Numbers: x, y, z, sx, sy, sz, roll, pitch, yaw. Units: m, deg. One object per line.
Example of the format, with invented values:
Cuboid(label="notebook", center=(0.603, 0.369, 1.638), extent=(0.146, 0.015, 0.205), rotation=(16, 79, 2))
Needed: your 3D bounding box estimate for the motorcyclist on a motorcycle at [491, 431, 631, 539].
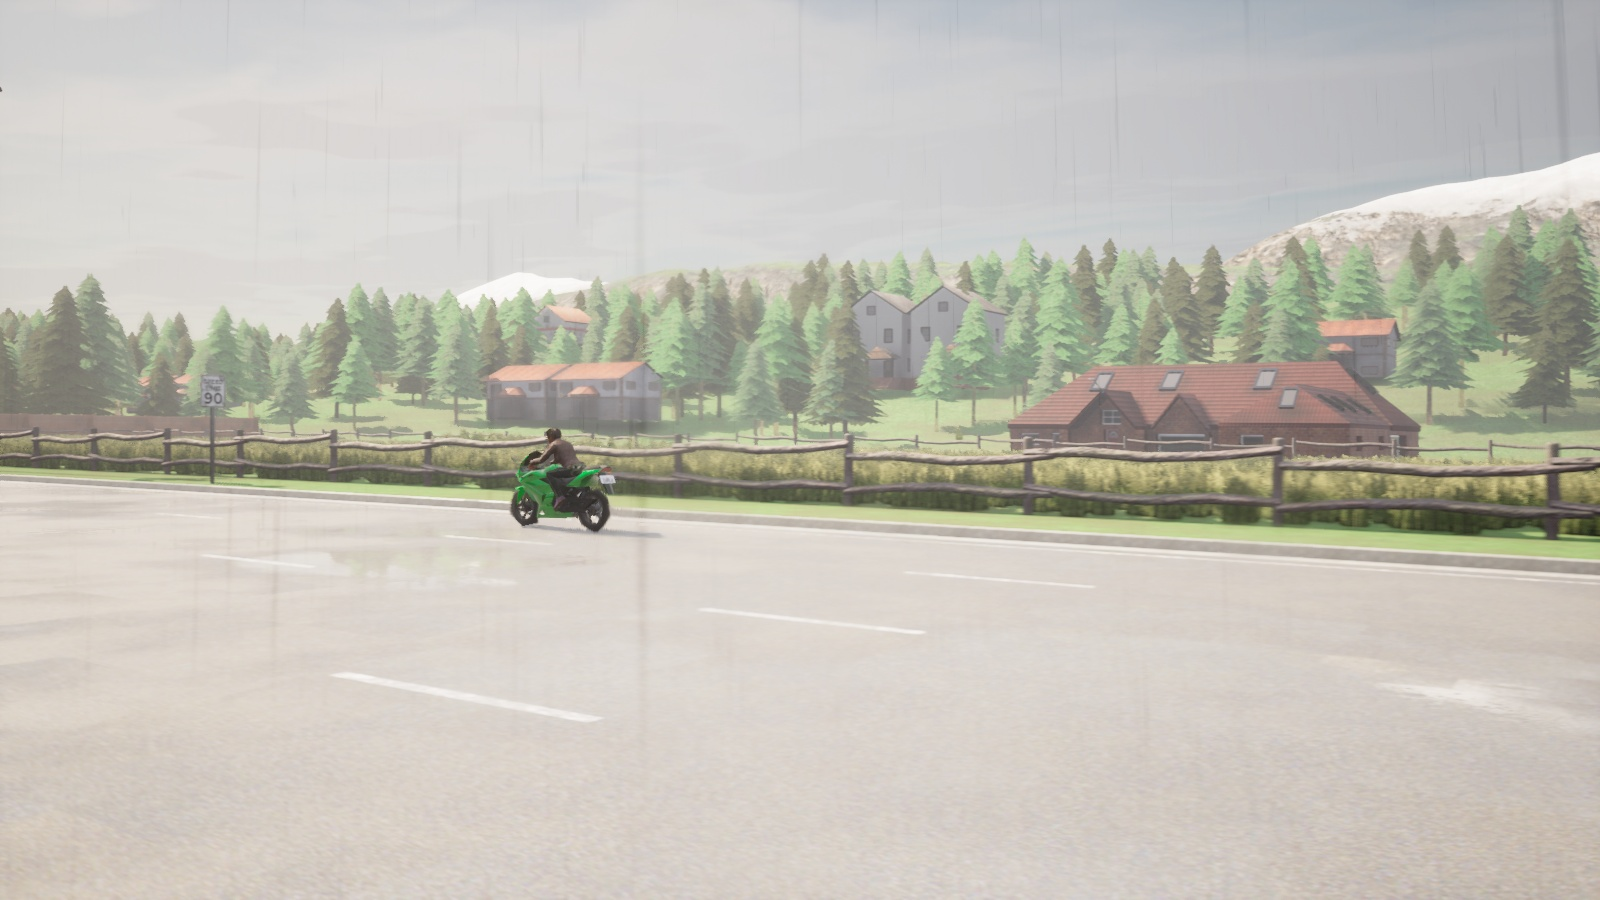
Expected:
Cuboid(label="motorcyclist on a motorcycle", center=(-3.555, 0.492, 18.590), extent=(2.044, 1.523, 0.797), rotation=(0, 1, 34))
